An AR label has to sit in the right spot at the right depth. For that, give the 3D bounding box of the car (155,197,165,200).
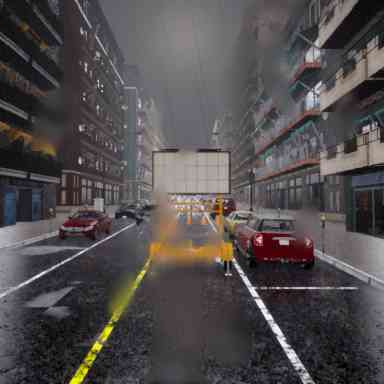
[{"bbox_3d":[-5.274,1.583,45.293,2.008,1.369,4.403,2,0,0],"label":"car"}]

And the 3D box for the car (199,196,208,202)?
[{"bbox_3d":[2.618,1.613,79.271,2.008,1.369,4.403,2,0,0],"label":"car"}]

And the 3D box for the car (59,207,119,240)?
[{"bbox_3d":[-5.285,1.593,16.970,1.802,1.307,4.206,2,0,0],"label":"car"}]

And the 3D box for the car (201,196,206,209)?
[{"bbox_3d":[2.607,1.558,45.455,1.752,1.417,4.829,2,0,0],"label":"car"}]

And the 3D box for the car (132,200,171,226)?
[{"bbox_3d":[-2.743,1.541,23.459,1.812,1.442,4.674,0,0,0],"label":"car"}]

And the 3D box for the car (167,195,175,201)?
[{"bbox_3d":[-5.259,1.594,84.773,1.752,1.417,4.829,2,0,0],"label":"car"}]

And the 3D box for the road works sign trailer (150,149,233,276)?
[{"bbox_3d":[-0.019,0.471,10.373,2.380,3.560,2.880,0,0,0],"label":"road works sign trailer"}]

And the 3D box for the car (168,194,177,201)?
[{"bbox_3d":[-5.250,1.391,90.609,2.192,1.841,5.009,2,0,0],"label":"car"}]

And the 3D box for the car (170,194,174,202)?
[{"bbox_3d":[-5.266,1.595,67.952,1.887,1.381,4.507,2,0,0],"label":"car"}]

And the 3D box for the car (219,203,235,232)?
[{"bbox_3d":[2.596,1.537,17.132,1.752,1.417,4.829,2,0,0],"label":"car"}]

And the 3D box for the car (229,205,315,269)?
[{"bbox_3d":[2.597,1.448,11.298,1.967,1.590,4.097,2,0,0],"label":"car"}]

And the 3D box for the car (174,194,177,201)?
[{"bbox_3d":[-5.261,1.588,79.109,1.752,1.417,4.829,2,0,0],"label":"car"}]

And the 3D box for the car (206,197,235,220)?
[{"bbox_3d":[2.607,1.334,28.291,2.192,1.841,5.009,2,0,0],"label":"car"}]

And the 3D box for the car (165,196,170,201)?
[{"bbox_3d":[-5.270,1.586,56.622,1.887,1.381,4.507,2,0,0],"label":"car"}]

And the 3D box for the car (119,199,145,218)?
[{"bbox_3d":[-5.281,1.585,28.299,1.947,1.339,4.313,2,0,0],"label":"car"}]

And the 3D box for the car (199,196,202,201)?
[{"bbox_3d":[2.609,1.607,56.614,1.947,1.339,4.313,2,0,0],"label":"car"}]
